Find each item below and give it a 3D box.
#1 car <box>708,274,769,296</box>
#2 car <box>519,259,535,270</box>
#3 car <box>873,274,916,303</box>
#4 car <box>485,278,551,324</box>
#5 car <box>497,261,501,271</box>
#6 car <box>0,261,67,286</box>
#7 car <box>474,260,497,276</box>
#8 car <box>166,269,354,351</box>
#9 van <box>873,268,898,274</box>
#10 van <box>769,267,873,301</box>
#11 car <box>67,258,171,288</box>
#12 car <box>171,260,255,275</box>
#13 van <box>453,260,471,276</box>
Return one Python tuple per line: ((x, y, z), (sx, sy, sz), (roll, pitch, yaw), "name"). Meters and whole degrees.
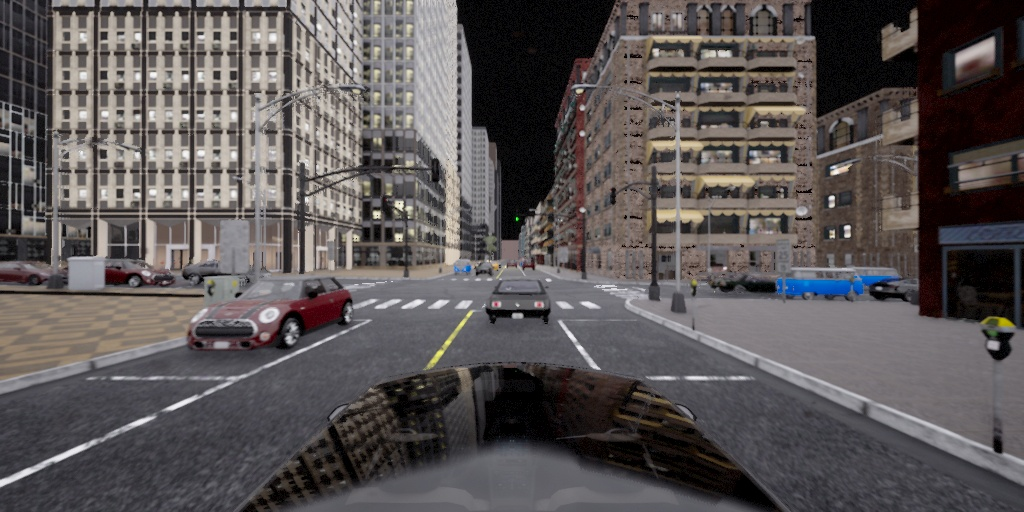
((15.201, 1.786, 22.588), (4.718, 1.301, 1.895), (1, 0, 1), "car")
((2.693, 1.379, 58.144), (2.192, 1.841, 5.009), (0, 0, 0), "car")
((22.453, 1.880, 19.912), (4.313, 1.339, 1.948), (0, 0, 0), "car")
((0.326, 1.407, 12.296), (1.895, 1.301, 4.718), (0, 0, 4), "car")
((-3.066, 1.519, 54.231), (1.882, 1.535, 5.008), (0, 0, 0), "car")
((-26.720, 0.950, 19.774), (4.207, 1.307, 1.802), (0, 0, 0), "car")
((-3.083, 1.468, 40.844), (1.837, 1.490, 4.892), (0, 0, 0), "car")
((-5.690, 1.228, 9.017), (1.967, 1.591, 4.097), (0, 0, 0), "car")
((27.921, 1.792, 28.272), (3.998, 1.789, 1.690), (0, 0, 0), "van")
((16.913, 1.548, 19.730), (3.998, 1.789, 1.690), (0, 0, 0), "van")
((-21.146, 0.915, 19.786), (4.097, 1.591, 1.967), (0, 0, 0), "car")
((-17.664, 1.043, 22.387), (4.902, 1.511, 2.128), (1, 0, 0), "car")
((-5.688, 1.308, 41.490), (1.690, 1.789, 3.998), (0, 0, 0), "van")
